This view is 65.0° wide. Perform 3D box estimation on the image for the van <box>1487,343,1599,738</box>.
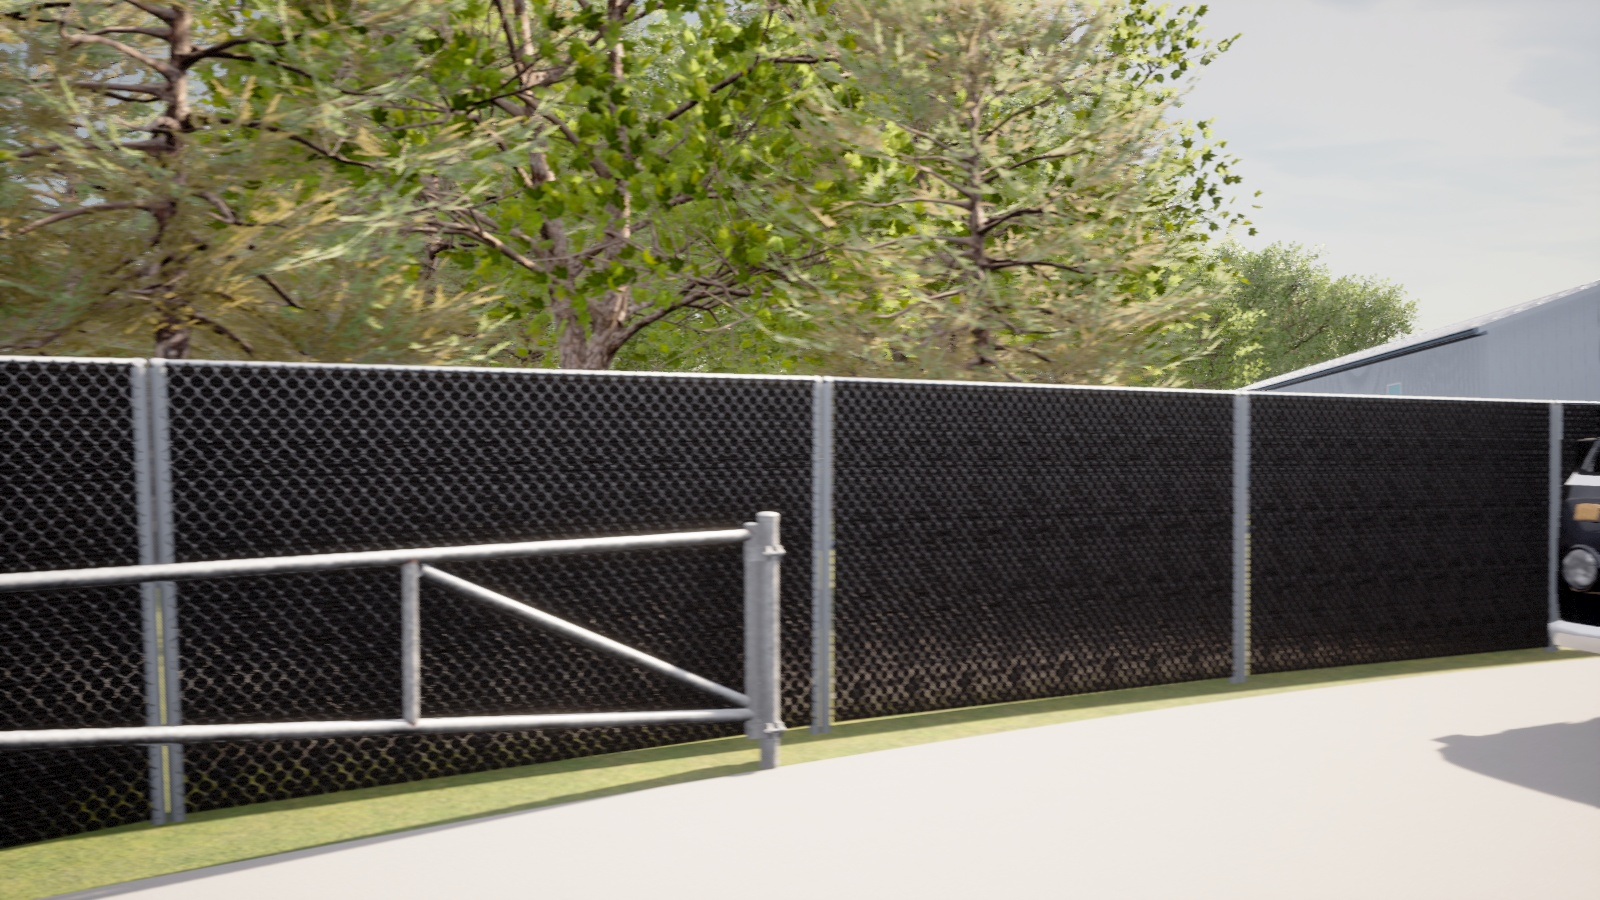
[{"bbox_3d":[6.325,0.465,7.029,4.480,2.038,2.069,0,0,-24],"label":"van"}]
